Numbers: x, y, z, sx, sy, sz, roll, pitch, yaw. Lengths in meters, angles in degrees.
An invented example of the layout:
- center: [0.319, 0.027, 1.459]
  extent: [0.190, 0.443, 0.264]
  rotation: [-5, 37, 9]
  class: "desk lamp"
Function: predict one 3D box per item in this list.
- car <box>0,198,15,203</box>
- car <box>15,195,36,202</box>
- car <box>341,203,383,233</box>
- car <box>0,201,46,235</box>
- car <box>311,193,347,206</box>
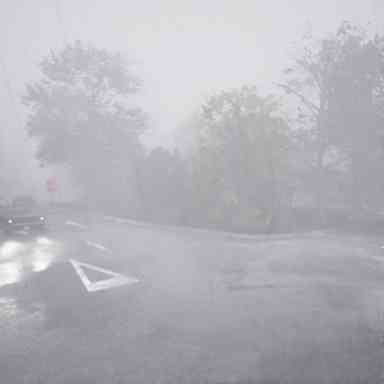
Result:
- center: [-16.294, 1.237, 27.577]
  extent: [1.812, 1.442, 4.674]
  rotation: [-3, 3, -35]
  class: "car"
- center: [-17.787, 1.009, 35.295]
  extent: [1.994, 1.385, 4.181]
  rotation: [-3, 3, -31]
  class: "car"
- center: [10.528, 1.481, 17.303]
  extent: [2.002, 1.452, 4.674]
  rotation: [0, 0, -35]
  class: "car"
- center: [-9.520, 1.451, 18.275]
  extent: [1.895, 1.301, 4.718]
  rotation: [-3, 3, -37]
  class: "car"
- center: [18.621, 0.897, 45.603]
  extent: [2.097, 1.767, 4.553]
  rotation: [-3, 3, -36]
  class: "car"
